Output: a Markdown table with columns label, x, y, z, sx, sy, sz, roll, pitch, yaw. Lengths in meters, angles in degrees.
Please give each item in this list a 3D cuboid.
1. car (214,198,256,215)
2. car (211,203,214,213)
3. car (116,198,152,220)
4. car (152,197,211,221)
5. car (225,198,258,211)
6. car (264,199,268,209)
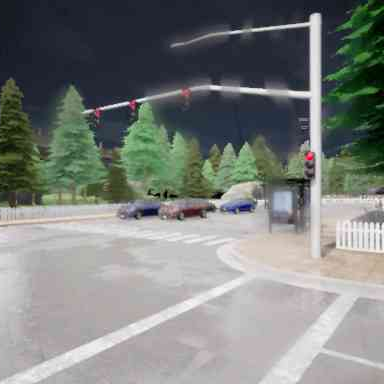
| label | x | y | z | sx | sy | sz | roll | pitch | yaw |
| --- | --- | --- | --- | --- | --- | --- | --- | --- | --- |
| car | 4.689 | 1.450 | 34.520 | 1.882 | 1.535 | 5.008 | 0 | 0 | 37 |
| car | 0.835 | 1.550 | 35.206 | 1.994 | 1.385 | 4.181 | 0 | 0 | 36 |
| car | -4.240 | 1.345 | 28.265 | 2.097 | 1.767 | 4.553 | 0 | 0 | 36 |
| car | -0.762 | 1.333 | 27.107 | 2.097 | 1.767 | 4.553 | 0 | 0 | 36 |
| car | 6.296 | 1.482 | 41.991 | 1.837 | 1.490 | 4.892 | 0 | 0 | 41 |
| car | 11.558 | 1.183 | 42.672 | 5.566 | 2.045 | 2.150 | 0 | 0 | -44 |
